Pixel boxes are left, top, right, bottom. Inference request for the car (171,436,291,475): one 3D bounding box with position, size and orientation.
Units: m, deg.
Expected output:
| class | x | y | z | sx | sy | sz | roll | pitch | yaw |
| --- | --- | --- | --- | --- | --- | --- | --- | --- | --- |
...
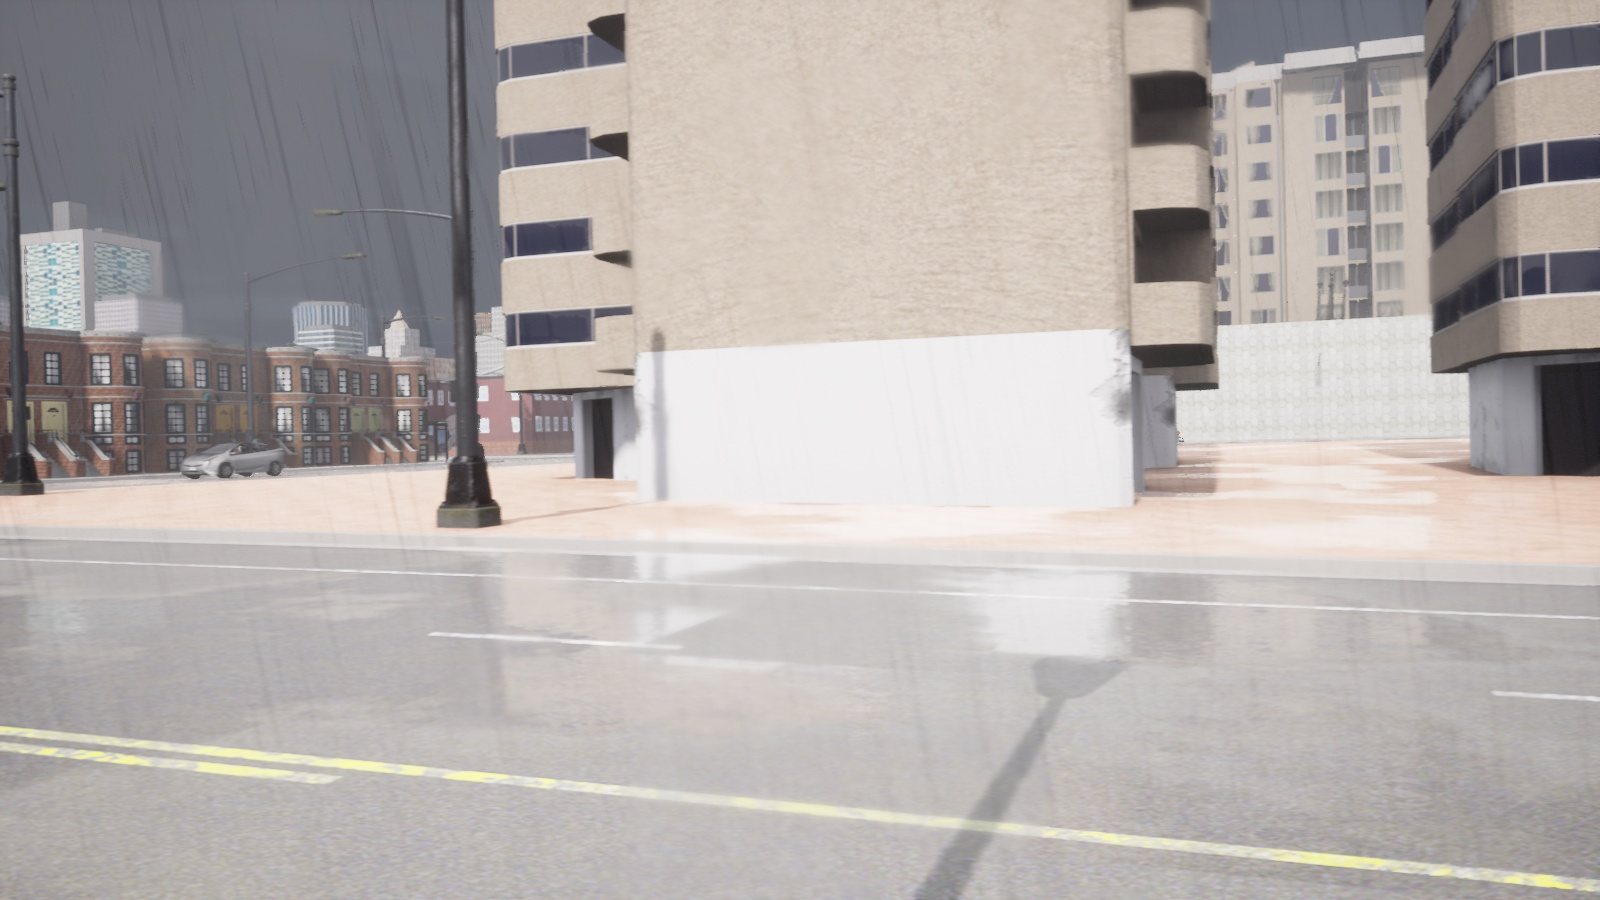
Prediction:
| class | x | y | z | sx | sy | sz | roll | pitch | yaw |
| --- | --- | --- | --- | --- | --- | --- | --- | --- | --- |
| car | -24.091 | 0.211 | 53.352 | 2.007 | 1.525 | 4.514 | -1 | 1 | 20 |
